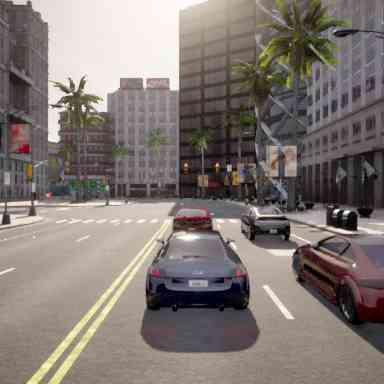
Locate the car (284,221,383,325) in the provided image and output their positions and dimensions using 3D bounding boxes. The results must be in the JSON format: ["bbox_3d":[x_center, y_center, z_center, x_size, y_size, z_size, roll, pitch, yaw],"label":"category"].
[{"bbox_3d":[3.597,1.564,7.087,1.994,1.385,4.181,0,0,0],"label":"car"}]

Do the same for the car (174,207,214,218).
[{"bbox_3d":[0.090,1.478,16.799,1.882,1.535,5.008,0,0,2],"label":"car"}]

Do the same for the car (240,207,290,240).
[{"bbox_3d":[3.587,1.492,16.821,2.128,1.511,4.902,0,0,2],"label":"car"}]

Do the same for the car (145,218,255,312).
[{"bbox_3d":[0.089,1.562,7.813,1.994,1.385,4.181,0,0,-1],"label":"car"}]
